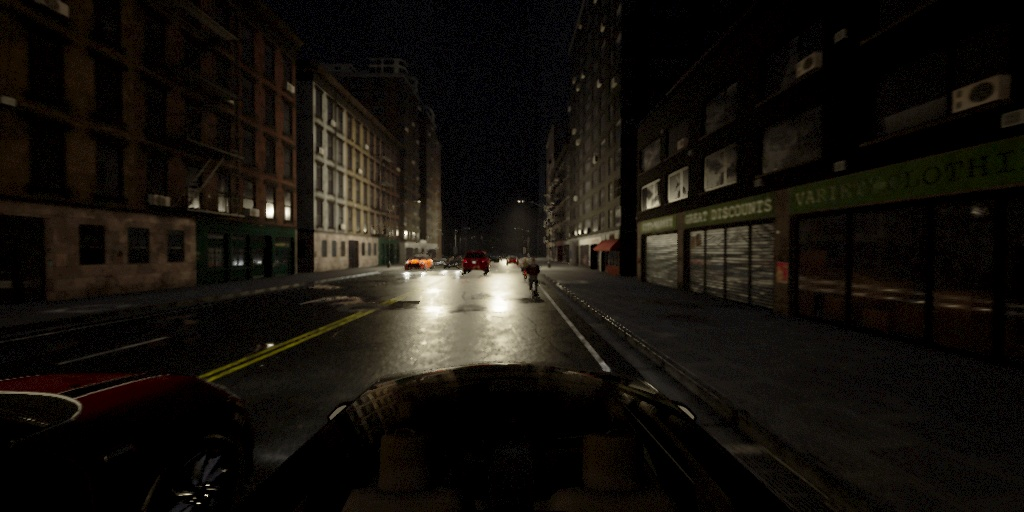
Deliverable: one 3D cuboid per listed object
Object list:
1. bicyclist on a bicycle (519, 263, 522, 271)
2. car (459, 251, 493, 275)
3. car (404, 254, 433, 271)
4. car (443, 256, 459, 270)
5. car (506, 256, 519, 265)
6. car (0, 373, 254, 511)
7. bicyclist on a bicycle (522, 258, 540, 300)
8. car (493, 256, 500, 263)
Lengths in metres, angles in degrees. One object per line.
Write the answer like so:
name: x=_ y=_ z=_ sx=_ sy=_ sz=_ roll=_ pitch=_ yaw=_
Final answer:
bicyclist on a bicycle: x=0.891 y=0.903 z=24.454 sx=0.866 sy=1.612 sz=1.509 roll=0 pitch=1 yaw=0
car: x=-3.151 y=0.587 z=32.570 sx=2.150 sy=2.045 sz=5.566 roll=0 pitch=1 yaw=0
car: x=-9.843 y=0.648 z=38.042 sx=2.097 sy=1.767 sz=4.553 roll=0 pitch=1 yaw=0
car: x=-6.588 y=0.767 z=40.728 sx=1.837 sy=1.490 sz=4.892 roll=0 pitch=1 yaw=0
car: x=0.079 y=0.681 z=54.823 sx=1.895 sy=1.301 sz=4.718 roll=0 pitch=1 yaw=0
car: x=-3.152 y=1.110 z=1.026 sx=2.097 sy=1.767 sz=4.553 roll=0 pitch=1 yaw=0
bicyclist on a bicycle: x=0.892 y=0.953 z=15.151 sx=0.659 sy=1.776 sz=1.843 roll=0 pitch=1 yaw=0
car: x=-3.153 y=0.573 z=63.087 sx=1.895 sy=1.301 sz=4.718 roll=0 pitch=1 yaw=0
